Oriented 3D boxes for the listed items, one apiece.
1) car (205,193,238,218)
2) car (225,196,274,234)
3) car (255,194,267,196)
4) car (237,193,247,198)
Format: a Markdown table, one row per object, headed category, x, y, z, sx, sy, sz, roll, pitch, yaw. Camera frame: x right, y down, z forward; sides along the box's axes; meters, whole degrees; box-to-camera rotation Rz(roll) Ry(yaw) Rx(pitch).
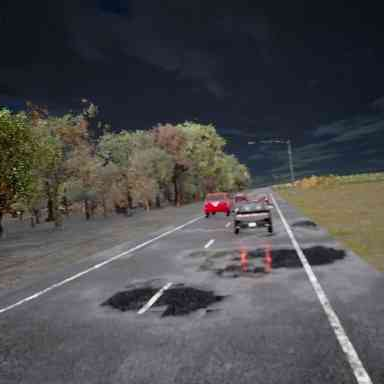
| category | x | y | z | sx | sy | sz | roll | pitch | yaw |
| --- | --- | --- | --- | --- | --- | --- | --- | --- | --- |
| car | 2.557 | 1.127 | 30.451 | 2.150 | 2.045 | 5.566 | -6 | 0 | 13 |
| car | 3.315 | 1.253 | 17.816 | 2.128 | 1.511 | 4.902 | -6 | 0 | 13 |
| car | 8.824 | 0.937 | 42.293 | 1.895 | 1.301 | 4.718 | -6 | 0 | 13 |
| car | 8.251 | 0.938 | 55.692 | 1.882 | 1.535 | 5.008 | -6 | 0 | 13 |
